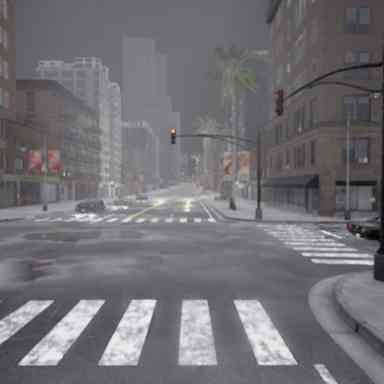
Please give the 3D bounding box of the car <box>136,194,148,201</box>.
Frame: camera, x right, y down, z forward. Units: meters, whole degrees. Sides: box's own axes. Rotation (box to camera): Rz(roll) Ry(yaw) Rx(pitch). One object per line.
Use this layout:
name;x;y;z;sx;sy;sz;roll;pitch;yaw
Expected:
car;-9.875;1.006;66.369;1.994;1.385;4.181;0;1;0

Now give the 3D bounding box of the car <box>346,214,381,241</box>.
car;9.478;1.611;14.468;4.718;1.301;1.895;0;1;1

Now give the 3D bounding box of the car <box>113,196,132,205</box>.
car;-9.926;1.199;47.779;1.895;1.301;4.718;0;1;1

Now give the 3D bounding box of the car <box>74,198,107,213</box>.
car;-9.911;1.274;32.999;2.033;1.411;5.357;0;0;0
